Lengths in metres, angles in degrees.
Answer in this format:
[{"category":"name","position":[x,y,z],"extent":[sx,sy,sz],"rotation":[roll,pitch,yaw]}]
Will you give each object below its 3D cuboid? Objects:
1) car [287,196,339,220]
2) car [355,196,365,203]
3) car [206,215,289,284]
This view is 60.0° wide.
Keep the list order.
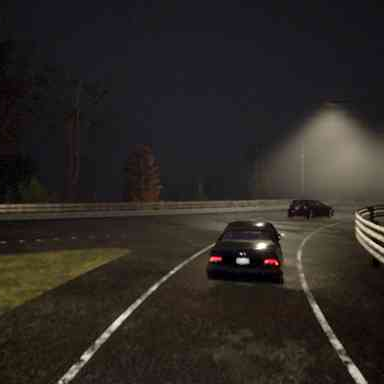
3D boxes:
[{"category":"car","position":[10.347,1.395,28.917],"extent":[4.553,1.767,2.097],"rotation":[0,0,-38]},{"category":"car","position":[37.416,1.627,74.161],"extent":[1.837,1.490,4.892],"rotation":[0,0,23]},{"category":"car","position":[1.707,1.559,9.724],"extent":[2.033,1.411,5.357],"rotation":[0,0,14]}]
